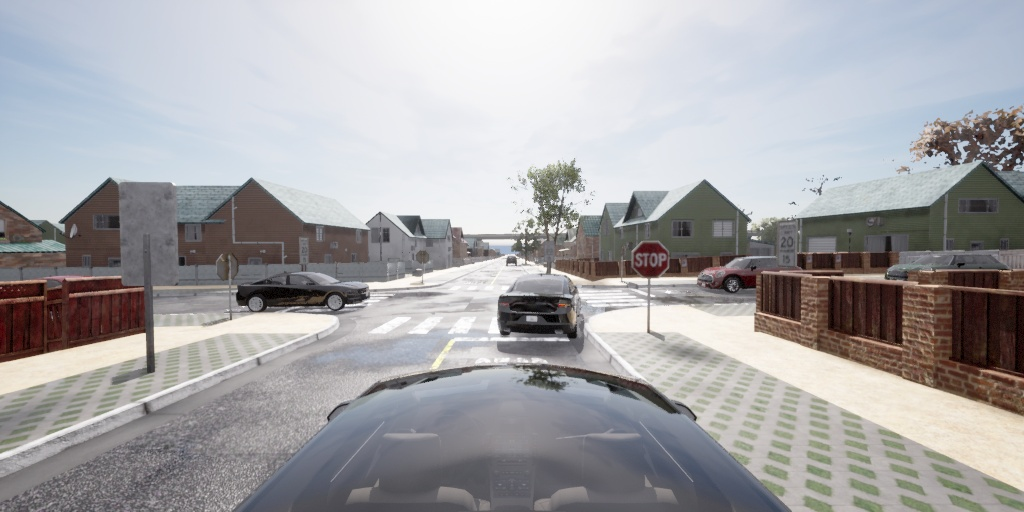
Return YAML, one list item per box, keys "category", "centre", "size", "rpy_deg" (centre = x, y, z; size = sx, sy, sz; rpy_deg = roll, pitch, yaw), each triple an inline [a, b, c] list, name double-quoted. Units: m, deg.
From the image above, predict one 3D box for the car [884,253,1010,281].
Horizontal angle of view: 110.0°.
- category: "car"
  centre: [21.683, 0.645, 17.976]
  size: [4.553, 1.767, 2.097]
  rpy_deg: [-1, 2, 0]

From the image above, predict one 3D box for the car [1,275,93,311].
- category: "car"
  centre: [-18.036, 1.546, 14.712]
  size: [5.008, 1.535, 1.882]
  rpy_deg: [-1, 2, 0]

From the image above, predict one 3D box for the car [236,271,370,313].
- category: "car"
  centre: [-8.484, 1.376, 14.786]
  size: [5.008, 1.535, 1.882]
  rpy_deg: [-1, 2, 0]

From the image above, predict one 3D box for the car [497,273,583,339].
- category: "car"
  centre: [0.948, 1.224, 10.270]
  size: [1.882, 1.535, 5.008]
  rpy_deg: [0, 0, 12]

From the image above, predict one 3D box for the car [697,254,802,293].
- category: "car"
  centre: [11.788, 0.820, 17.893]
  size: [4.553, 1.767, 2.097]
  rpy_deg: [-1, 2, 0]
